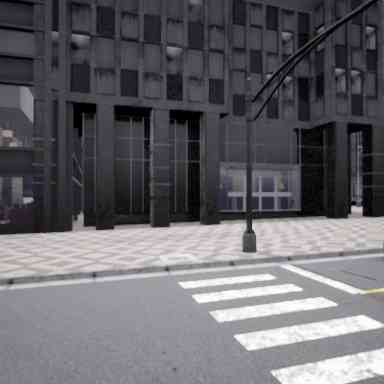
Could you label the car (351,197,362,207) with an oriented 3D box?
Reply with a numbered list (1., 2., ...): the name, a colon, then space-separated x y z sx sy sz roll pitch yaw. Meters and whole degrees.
1. car: 21.430 1.317 41.664 1.895 1.301 4.718 0 -1 -17
